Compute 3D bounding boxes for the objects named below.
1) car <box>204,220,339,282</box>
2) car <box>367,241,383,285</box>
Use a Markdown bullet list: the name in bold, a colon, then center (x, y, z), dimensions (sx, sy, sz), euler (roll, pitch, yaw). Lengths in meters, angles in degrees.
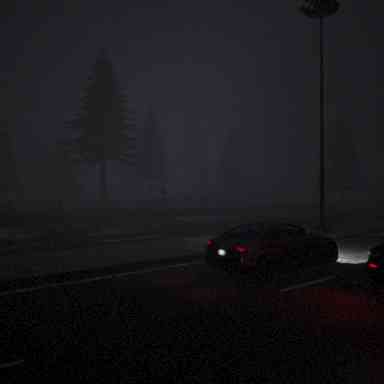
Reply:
- **car**: center (2.407, 1.519, 9.742), dimensions (4.181, 1.385, 1.994), euler (0, 0, -35)
- **car**: center (6.023, 1.468, 8.002), dimensions (4.674, 1.442, 1.812), euler (0, 0, -35)
